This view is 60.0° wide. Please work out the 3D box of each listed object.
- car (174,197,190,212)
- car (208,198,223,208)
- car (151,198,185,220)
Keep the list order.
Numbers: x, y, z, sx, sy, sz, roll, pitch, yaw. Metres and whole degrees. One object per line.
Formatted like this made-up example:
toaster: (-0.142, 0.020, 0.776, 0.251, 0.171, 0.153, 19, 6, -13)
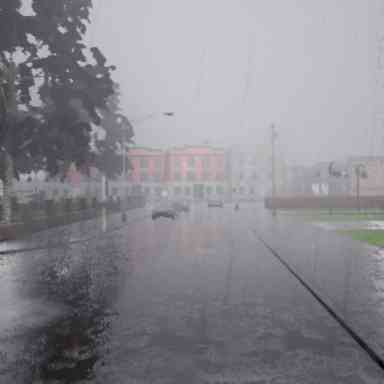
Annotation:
car: (-1.392, 1.314, 38.037, 2.097, 1.767, 4.553, -1, 0, 4)
car: (3.214, 1.464, 46.186, 1.994, 1.385, 4.181, -1, 0, 2)
car: (-2.101, 1.531, 27.914, 2.033, 1.411, 5.357, -1, 0, 4)
